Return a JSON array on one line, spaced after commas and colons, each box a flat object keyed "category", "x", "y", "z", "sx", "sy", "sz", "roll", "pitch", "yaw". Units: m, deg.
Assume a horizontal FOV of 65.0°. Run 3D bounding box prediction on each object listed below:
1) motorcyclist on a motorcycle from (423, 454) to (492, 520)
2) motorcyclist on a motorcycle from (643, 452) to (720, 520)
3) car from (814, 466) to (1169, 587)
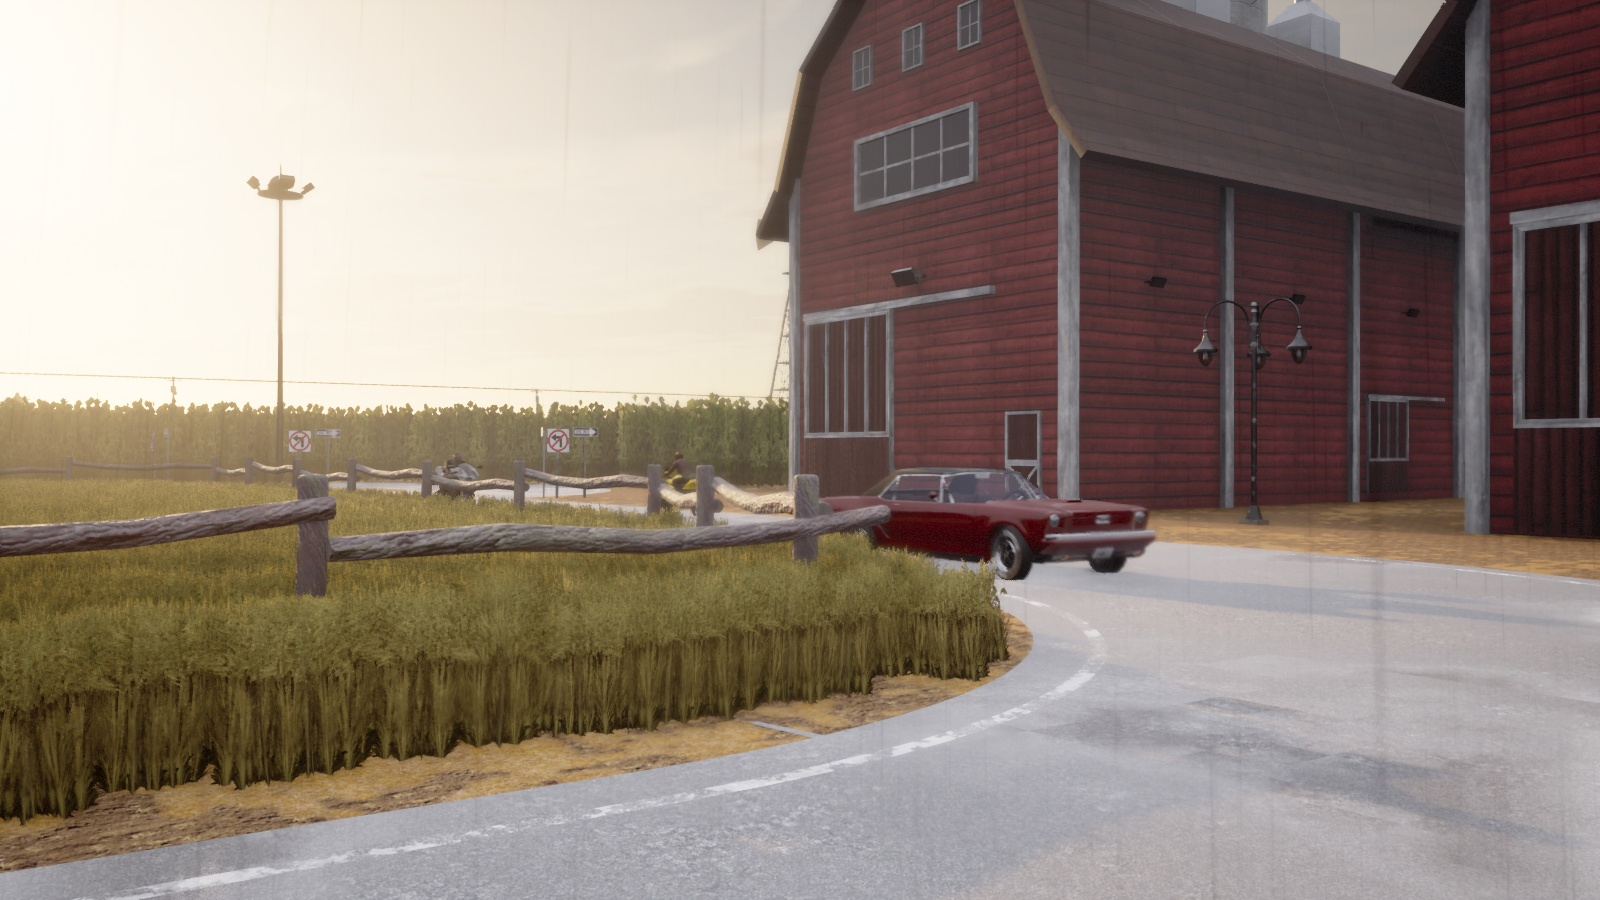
[{"category": "motorcyclist on a motorcycle", "x": -8.312, "y": 0.872, "z": 30.434, "sx": 0.866, "sy": 1.530, "sz": 2.191, "roll": 0, "pitch": 0, "yaw": -37}, {"category": "motorcyclist on a motorcycle", "x": -2.745, "y": 0.803, "z": 28.892, "sx": 0.797, "sy": 1.523, "sz": 2.044, "roll": 0, "pitch": 0, "yaw": -38}, {"category": "car", "x": 2.303, "y": 0.880, "z": 16.437, "sx": 1.895, "sy": 1.301, "sz": 4.718, "roll": 0, "pitch": 0, "yaw": -34}]
